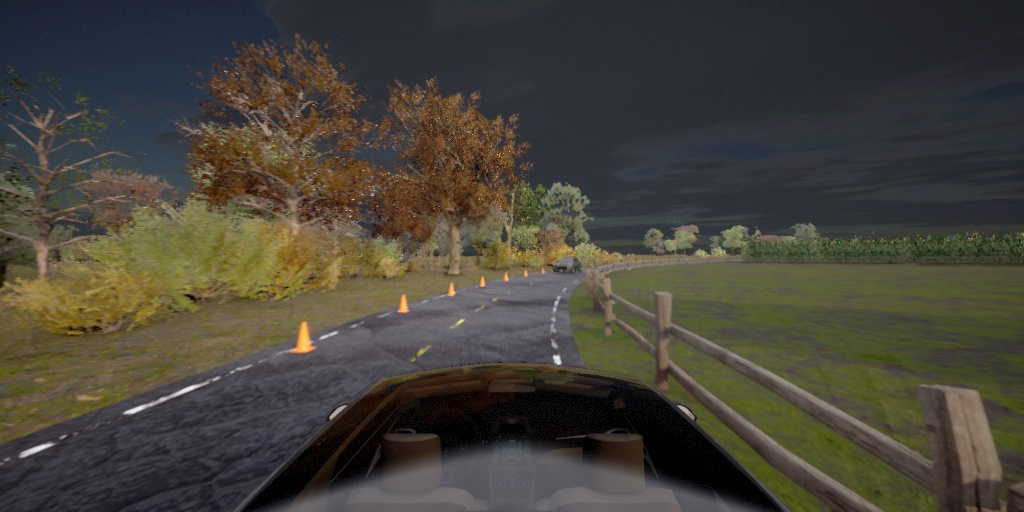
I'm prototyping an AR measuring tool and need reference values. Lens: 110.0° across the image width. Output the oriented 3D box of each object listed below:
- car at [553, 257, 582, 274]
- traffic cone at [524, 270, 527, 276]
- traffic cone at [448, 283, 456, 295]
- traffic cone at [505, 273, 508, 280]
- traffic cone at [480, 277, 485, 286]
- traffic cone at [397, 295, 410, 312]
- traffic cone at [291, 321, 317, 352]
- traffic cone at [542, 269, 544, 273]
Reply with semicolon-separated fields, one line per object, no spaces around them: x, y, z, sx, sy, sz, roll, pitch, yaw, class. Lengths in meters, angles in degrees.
5.871;0.894;37.818;2.097;1.767;4.553;0;1;25;car
1.246;1.540;32.494;0.340;0.580;0.340;0;0;21;traffic cone
-2.983;1.632;17.673;0.340;0.580;0.340;0;0;11;traffic cone
-0.450;1.577;27.639;0.340;0.580;0.340;0;0;18;traffic cone
-1.862;1.607;22.693;0.340;0.580;0.340;0;0;14;traffic cone
-3.809;1.650;12.596;0.340;0.580;0.340;0;0;8;traffic cone
-4.338;1.663;7.480;0.340;0.580;0.340;0;0;4;traffic cone
3.223;1.497;37.243;0.340;0.580;0.340;0;0;24;traffic cone
